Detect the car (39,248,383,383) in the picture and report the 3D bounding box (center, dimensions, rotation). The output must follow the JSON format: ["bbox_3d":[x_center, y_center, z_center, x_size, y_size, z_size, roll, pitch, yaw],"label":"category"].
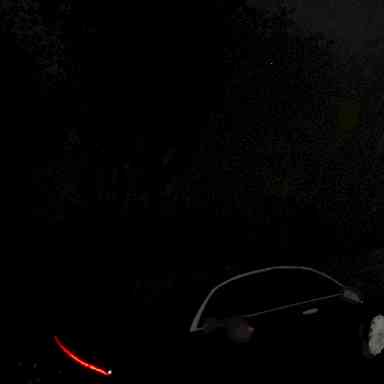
[{"bbox_3d":[0.736,1.505,4.271,4.892,1.490,1.837,0,0,-35],"label":"car"}]
